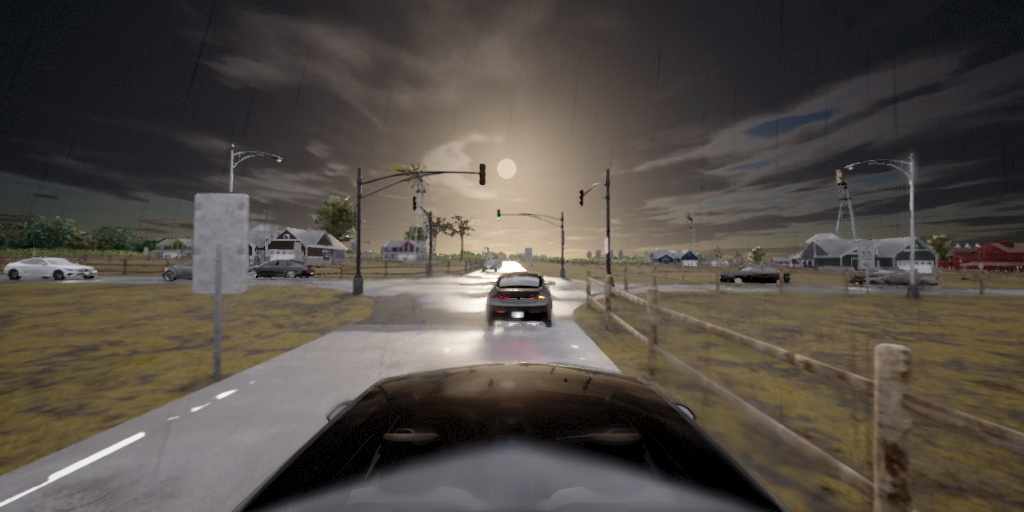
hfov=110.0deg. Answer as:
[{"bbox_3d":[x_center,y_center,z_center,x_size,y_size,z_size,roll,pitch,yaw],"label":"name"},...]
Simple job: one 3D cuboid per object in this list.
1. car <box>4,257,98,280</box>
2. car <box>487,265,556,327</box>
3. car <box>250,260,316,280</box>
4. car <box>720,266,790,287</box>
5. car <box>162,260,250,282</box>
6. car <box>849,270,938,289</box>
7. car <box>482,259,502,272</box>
[{"bbox_3d":[-30.242,0.824,23.561,4.674,1.442,1.812,1,-1,0],"label":"car"},{"bbox_3d":[0.340,1.231,11.539,1.837,1.490,4.892,0,0,4],"label":"car"},{"bbox_3d":[-17.593,1.037,27.245,4.892,1.490,1.837,1,-2,1],"label":"car"},{"bbox_3d":[18.149,1.493,27.157,5.008,1.535,1.882,1,-1,0],"label":"car"},{"bbox_3d":[-20.194,0.979,23.541,4.181,1.385,1.994,1,-1,0],"label":"car"},{"bbox_3d":[28.730,1.739,27.147,5.357,1.411,2.033,1,-1,0],"label":"car"},{"bbox_3d":[-2.815,1.206,46.505,2.128,1.511,4.902,0,0,1],"label":"car"}]
